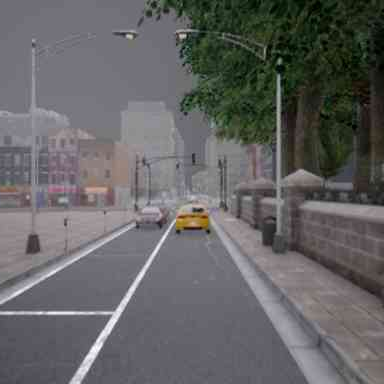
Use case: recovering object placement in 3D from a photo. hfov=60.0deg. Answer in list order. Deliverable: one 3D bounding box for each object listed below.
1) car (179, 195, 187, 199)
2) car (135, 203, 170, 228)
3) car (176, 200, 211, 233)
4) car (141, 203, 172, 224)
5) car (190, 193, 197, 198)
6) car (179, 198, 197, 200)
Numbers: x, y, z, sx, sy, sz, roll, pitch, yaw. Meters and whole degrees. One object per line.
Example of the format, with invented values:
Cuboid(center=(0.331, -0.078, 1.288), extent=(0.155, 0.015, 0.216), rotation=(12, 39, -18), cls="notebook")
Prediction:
Cuboid(center=(-2.213, 1.529, 82.822), extent=(1.994, 1.385, 4.181), rotation=(0, 0, 0), cls="car")
Cuboid(center=(-2.636, 1.579, 21.965), extent=(1.802, 1.307, 4.206), rotation=(0, 0, 0), cls="car")
Cuboid(center=(0.068, 1.475, 19.563), extent=(1.882, 1.535, 5.008), rotation=(0, 0, 0), cls="car")
Cuboid(center=(-2.636, 1.563, 25.628), extent=(1.947, 1.339, 4.313), rotation=(0, 0, 0), cls="car")
Cuboid(center=(0.293, 1.480, 77.841), extent=(1.812, 1.442, 4.674), rotation=(0, 0, 0), cls="car")
Cuboid(center=(0.006, 1.544, 30.052), extent=(2.033, 1.411, 5.357), rotation=(0, 0, 0), cls="car")
